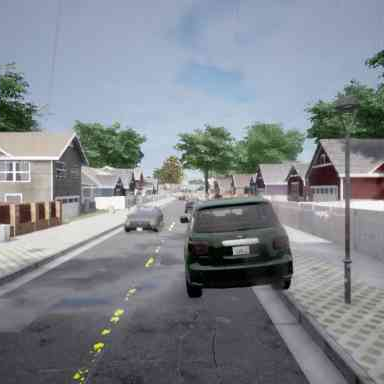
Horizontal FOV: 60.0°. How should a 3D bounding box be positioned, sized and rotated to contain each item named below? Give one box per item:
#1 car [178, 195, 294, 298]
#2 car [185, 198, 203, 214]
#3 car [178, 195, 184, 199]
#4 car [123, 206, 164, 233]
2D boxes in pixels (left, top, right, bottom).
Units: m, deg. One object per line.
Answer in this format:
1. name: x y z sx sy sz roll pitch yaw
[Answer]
1. car: 0.902 1.143 8.673 2.150 2.045 5.566 -5 0 0
2. car: 0.189 1.461 36.234 1.837 1.490 4.892 0 0 0
3. car: -2.473 1.434 83.657 2.033 1.411 5.357 0 0 0
4. car: -2.686 1.531 19.787 2.033 1.411 5.357 0 0 0
